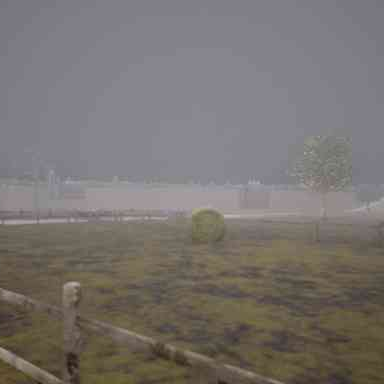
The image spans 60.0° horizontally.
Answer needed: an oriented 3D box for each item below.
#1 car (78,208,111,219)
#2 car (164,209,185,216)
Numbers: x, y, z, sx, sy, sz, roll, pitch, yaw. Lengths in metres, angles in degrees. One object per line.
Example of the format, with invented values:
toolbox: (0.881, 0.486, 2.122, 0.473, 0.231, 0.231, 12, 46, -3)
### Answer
car: (-13.791, 2.990, 47.231, 1.882, 1.535, 5.008, 0, -2, 35)
car: (-3.205, 3.851, 62.331, 2.128, 1.511, 4.902, 0, -2, 35)
